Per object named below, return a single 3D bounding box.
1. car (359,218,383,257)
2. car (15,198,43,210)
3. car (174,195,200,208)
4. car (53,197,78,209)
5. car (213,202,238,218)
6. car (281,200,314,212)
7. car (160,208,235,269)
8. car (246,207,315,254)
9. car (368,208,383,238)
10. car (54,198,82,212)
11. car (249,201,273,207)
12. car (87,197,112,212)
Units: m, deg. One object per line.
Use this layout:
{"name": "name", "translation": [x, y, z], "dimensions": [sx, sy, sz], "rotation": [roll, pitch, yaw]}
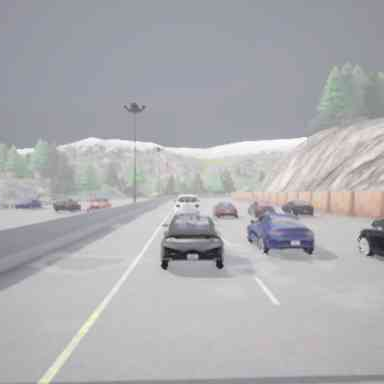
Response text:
{"name": "car", "translation": [7.000, 1.502, 10.082], "dimensions": [1.882, 1.535, 5.008], "rotation": [0, 0, -1]}
{"name": "car", "translation": [-21.979, 1.591, 44.910], "dimensions": [1.882, 1.535, 5.008], "rotation": [0, 0, -1]}
{"name": "car", "translation": [-0.428, 1.294, 29.588], "dimensions": [2.150, 2.045, 5.566], "rotation": [0, 0, -1]}
{"name": "car", "translation": [-18.555, 1.600, 48.910], "dimensions": [1.882, 1.535, 5.008], "rotation": [0, 0, -1]}
{"name": "car", "translation": [3.038, 1.640, 31.018], "dimensions": [1.994, 1.385, 4.181], "rotation": [0, 0, -1]}
{"name": "car", "translation": [10.018, 1.555, 31.948], "dimensions": [1.882, 1.535, 5.008], "rotation": [0, 0, -1]}
{"name": "car", "translation": [-0.023, 1.520, 11.296], "dimensions": [2.128, 1.511, 4.902], "rotation": [0, 0, -1]}
{"name": "car", "translation": [3.436, 1.559, 13.479], "dimensions": [1.812, 1.442, 4.674], "rotation": [0, 0, -1]}
{"name": "car", "translation": [10.380, 1.563, 15.526], "dimensions": [1.812, 1.442, 4.674], "rotation": [0, 0, -1]}
{"name": "car", "translation": [-14.866, 1.701, 39.922], "dimensions": [1.895, 1.301, 4.718], "rotation": [0, 0, -1]}
{"name": "car", "translation": [6.516, 1.602, 31.438], "dimensions": [1.812, 1.442, 4.674], "rotation": [0, 0, -2]}
{"name": "car", "translation": [-11.388, 1.454, 41.050], "dimensions": [2.097, 1.767, 4.553], "rotation": [0, 0, -1]}
